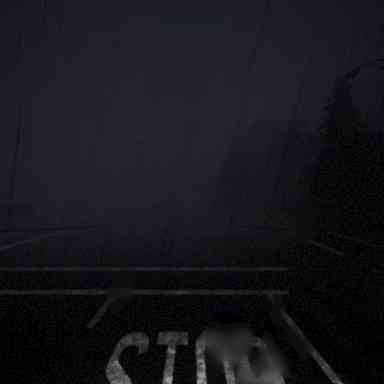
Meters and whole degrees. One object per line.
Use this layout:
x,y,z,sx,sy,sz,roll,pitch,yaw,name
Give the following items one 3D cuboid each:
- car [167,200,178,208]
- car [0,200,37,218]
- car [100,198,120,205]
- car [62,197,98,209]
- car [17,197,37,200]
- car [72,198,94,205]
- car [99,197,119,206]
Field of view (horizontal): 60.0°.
-3.513,2.228,61.818,2.033,1.411,5.357,0,0,0,car
-17.393,1.744,32.182,3.633,1.501,1.845,0,-1,0,car
-18.004,2.048,72.882,3.806,1.475,1.970,0,-1,0,car
-17.261,1.671,50.767,4.605,1.855,1.932,0,-1,0,car
-35.063,1.878,69.599,4.605,1.855,1.932,0,-1,0,car
-25.055,2.154,76.541,4.514,1.523,2.007,0,-1,0,car
-17.679,1.899,66.466,5.027,1.636,2.152,0,-1,0,car
